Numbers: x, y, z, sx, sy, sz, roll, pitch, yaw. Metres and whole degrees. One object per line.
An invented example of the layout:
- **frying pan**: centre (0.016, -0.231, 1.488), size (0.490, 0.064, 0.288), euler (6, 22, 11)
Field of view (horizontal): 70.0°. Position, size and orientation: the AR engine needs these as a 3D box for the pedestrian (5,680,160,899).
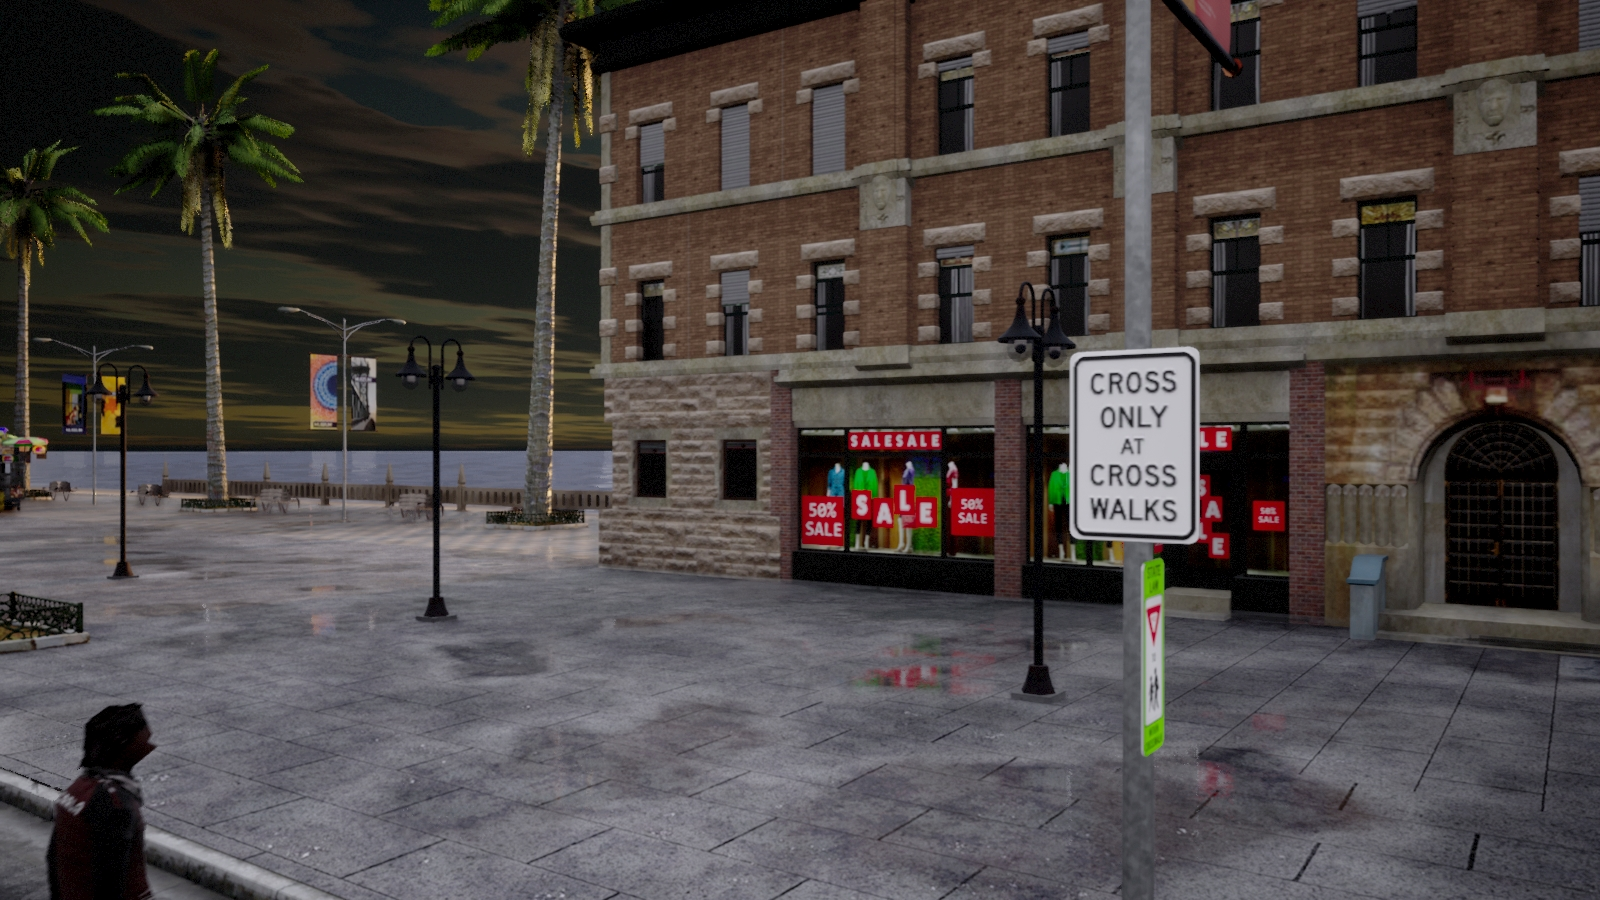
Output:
- **pedestrian**: centre (-2.695, 1.849, 4.297), size (0.375, 1.860, 0.375), euler (0, 0, 35)
